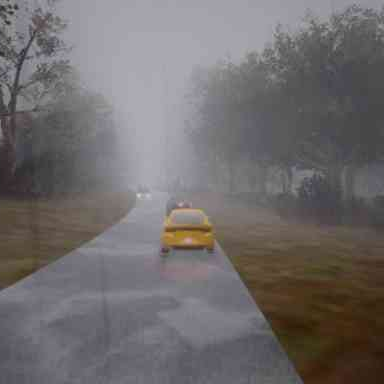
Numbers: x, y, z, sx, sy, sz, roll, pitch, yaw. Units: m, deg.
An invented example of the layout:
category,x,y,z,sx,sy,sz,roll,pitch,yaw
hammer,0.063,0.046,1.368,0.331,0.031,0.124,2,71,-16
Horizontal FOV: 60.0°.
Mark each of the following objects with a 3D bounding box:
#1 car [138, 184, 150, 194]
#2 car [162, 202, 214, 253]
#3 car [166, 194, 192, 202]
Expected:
category,x,y,z,sx,sy,sz,roll,pitch,yaw
car,-8.228,-0.564,56.850,1.882,1.535,5.008,2,3,-11
car,-0.189,1.427,13.646,1.882,1.535,5.008,0,1,-2
car,-1.036,0.954,27.387,2.097,1.767,4.553,1,2,-5
